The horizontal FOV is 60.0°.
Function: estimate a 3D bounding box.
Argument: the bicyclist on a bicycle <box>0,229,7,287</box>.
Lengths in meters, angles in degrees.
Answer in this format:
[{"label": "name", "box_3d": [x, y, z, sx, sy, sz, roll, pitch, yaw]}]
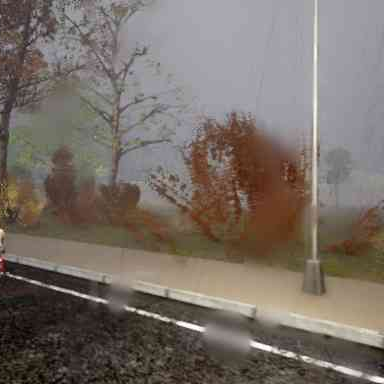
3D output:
[{"label": "bicyclist on a bicycle", "box_3d": [-4.898, 1.435, 8.089, 1.509, 1.612, 0.866, 0, 0, 34]}]
